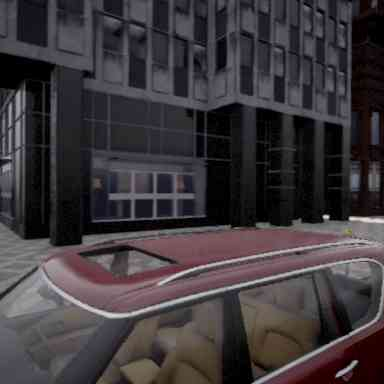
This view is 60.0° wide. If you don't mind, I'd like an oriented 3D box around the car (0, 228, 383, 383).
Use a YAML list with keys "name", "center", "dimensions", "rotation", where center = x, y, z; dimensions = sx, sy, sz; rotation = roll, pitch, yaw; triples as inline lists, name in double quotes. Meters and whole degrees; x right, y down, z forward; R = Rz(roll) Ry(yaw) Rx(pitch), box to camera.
- name: "car"
  center: [-0.307, 1.298, 2.308]
  dimensions: [5.009, 1.841, 2.192]
  rotation: [0, 1, -35]
